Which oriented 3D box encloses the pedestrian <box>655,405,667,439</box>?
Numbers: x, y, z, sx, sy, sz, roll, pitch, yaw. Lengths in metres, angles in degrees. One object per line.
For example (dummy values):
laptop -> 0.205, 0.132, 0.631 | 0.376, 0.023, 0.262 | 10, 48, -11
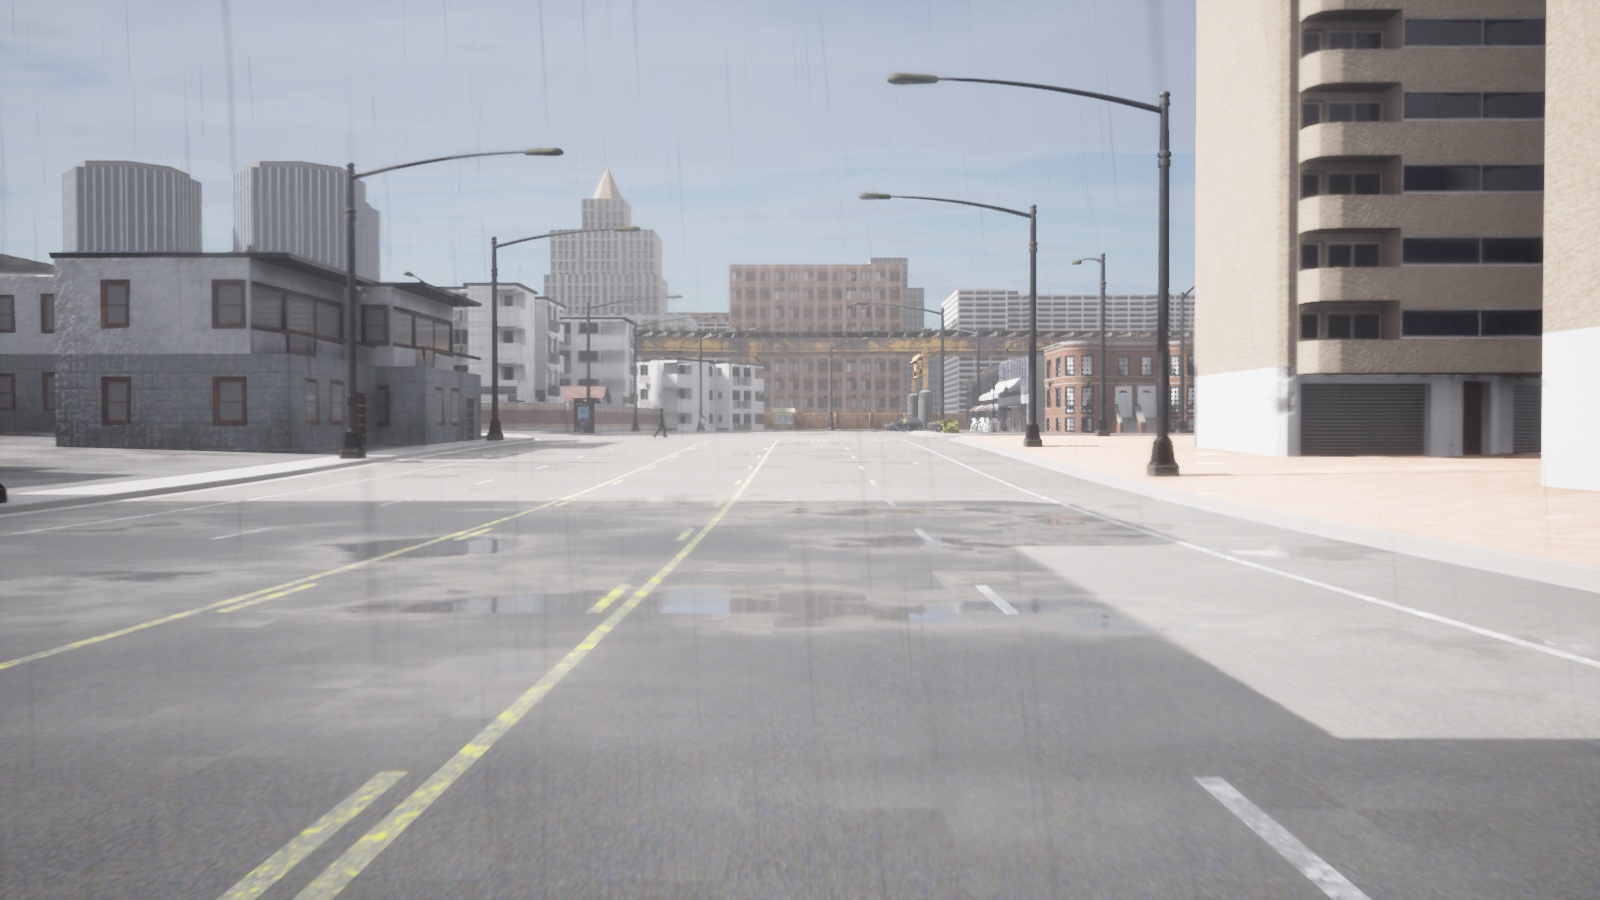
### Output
pedestrian -> -7.964, -1.606, 71.951 | 0.692, 1.930, 0.395 | 0, 1, -3
